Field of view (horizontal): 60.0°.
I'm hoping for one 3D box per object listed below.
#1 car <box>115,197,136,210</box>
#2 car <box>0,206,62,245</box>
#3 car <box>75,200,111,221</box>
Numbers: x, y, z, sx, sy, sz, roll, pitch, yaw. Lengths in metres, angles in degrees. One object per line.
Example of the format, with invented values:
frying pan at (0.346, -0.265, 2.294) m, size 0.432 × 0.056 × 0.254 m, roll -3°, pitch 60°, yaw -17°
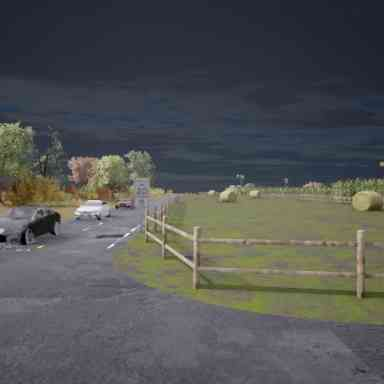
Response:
car at (-7.746, 1.333, 39.190) m, size 1.994 × 1.385 × 4.181 m, roll 1°, pitch 0°, yaw -1°
car at (-7.539, 1.410, 15.055) m, size 2.128 × 1.511 × 4.902 m, roll 1°, pitch 0°, yaw -1°
car at (-7.630, 1.374, 26.032) m, size 1.812 × 1.442 × 4.674 m, roll 1°, pitch 0°, yaw -1°
